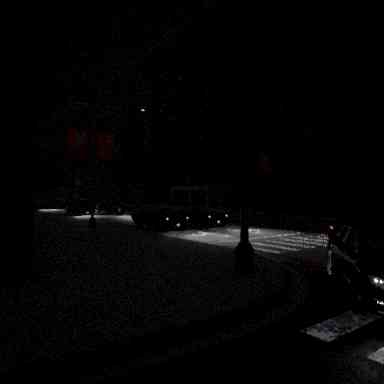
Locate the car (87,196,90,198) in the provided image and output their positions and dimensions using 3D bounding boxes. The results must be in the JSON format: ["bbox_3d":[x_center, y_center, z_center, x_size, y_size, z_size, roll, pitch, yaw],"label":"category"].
[{"bbox_3d":[-17.135,1.807,53.957,1.895,1.301,4.718,0,0,-36],"label":"car"}]

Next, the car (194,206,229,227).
[{"bbox_3d":[0.465,1.668,23.558,1.895,1.301,4.718,0,0,-36],"label":"car"}]

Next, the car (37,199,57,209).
[{"bbox_3d":[-21.034,1.750,48.063,1.994,1.385,4.181,0,0,-36],"label":"car"}]

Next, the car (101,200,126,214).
[{"bbox_3d":[-8.995,1.622,36.737,2.128,1.511,4.902,0,0,-36],"label":"car"}]

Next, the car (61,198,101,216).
[{"bbox_3d":[-11.857,1.673,35.141,2.033,1.411,5.357,0,0,-35],"label":"car"}]

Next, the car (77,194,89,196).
[{"bbox_3d":[-21.898,1.475,66.151,2.150,2.045,5.566,0,0,-36],"label":"car"}]

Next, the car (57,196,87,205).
[{"bbox_3d":[-17.720,1.679,49.005,2.128,1.511,4.902,0,0,-35],"label":"car"}]

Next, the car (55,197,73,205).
[{"bbox_3d":[-25.181,1.745,65.148,2.128,1.511,4.902,0,0,-36],"label":"car"}]

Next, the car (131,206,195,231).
[{"bbox_3d":[-2.097,1.661,21.558,1.895,1.301,4.718,0,0,-36],"label":"car"}]

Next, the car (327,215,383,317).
[{"bbox_3d":[4.256,1.488,7.351,2.128,1.511,4.902,1,0,13],"label":"car"}]
